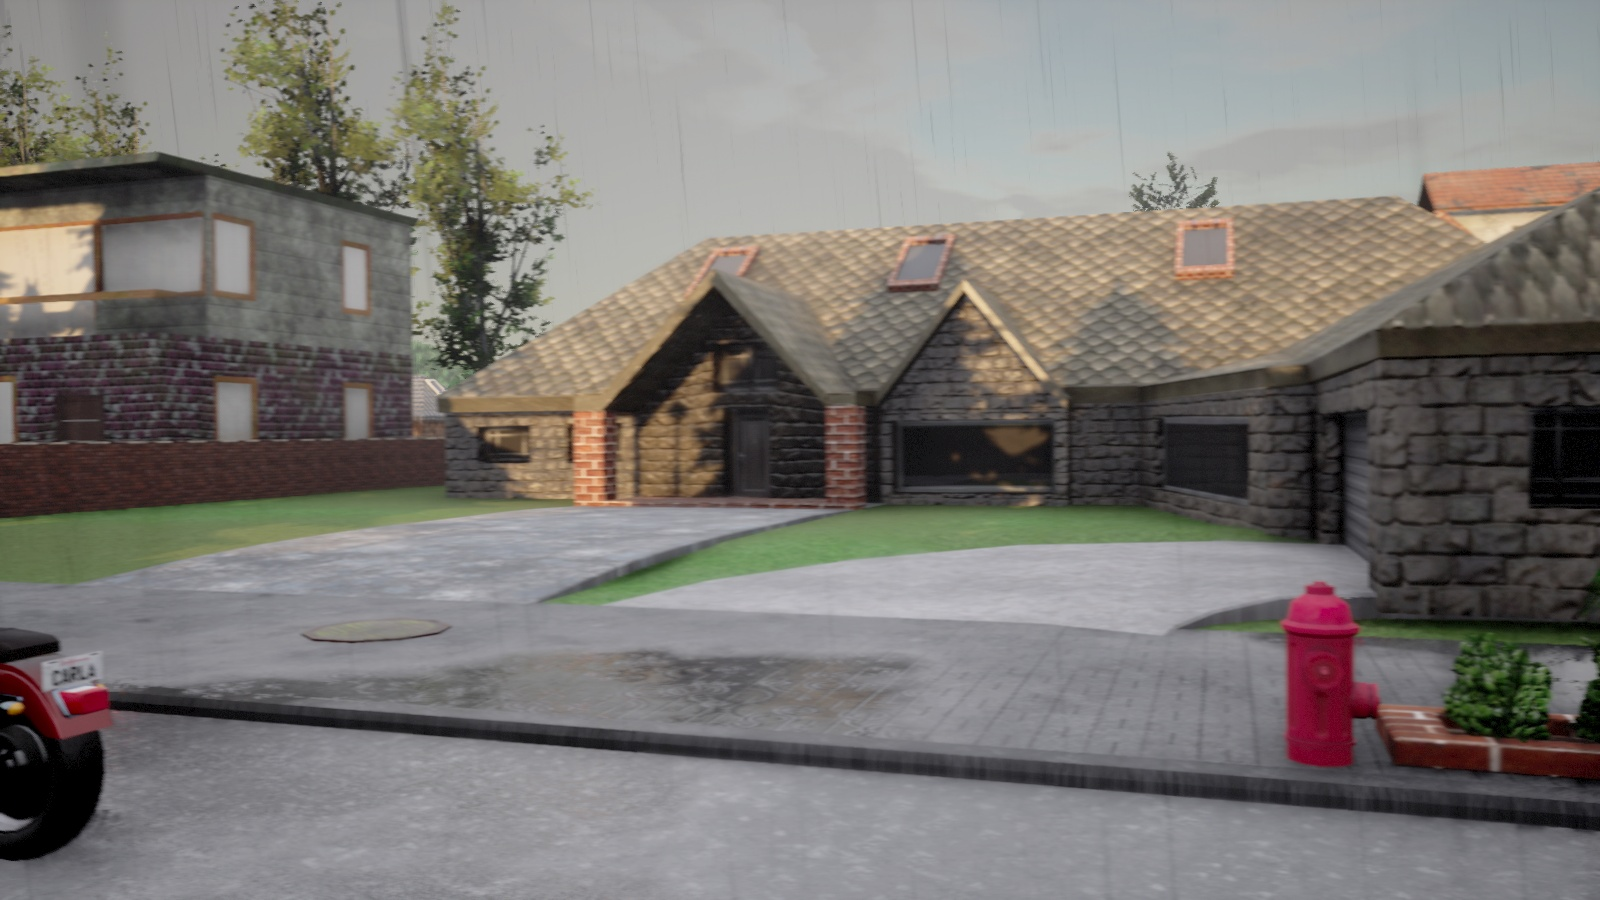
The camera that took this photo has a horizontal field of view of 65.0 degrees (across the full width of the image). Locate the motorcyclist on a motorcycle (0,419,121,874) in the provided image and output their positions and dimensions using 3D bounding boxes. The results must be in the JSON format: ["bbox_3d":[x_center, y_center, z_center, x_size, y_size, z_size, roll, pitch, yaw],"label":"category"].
[{"bbox_3d":[-3.970,0.711,5.055,2.350,1.649,0.766,0,1,19],"label":"motorcyclist on a motorcycle"}]
